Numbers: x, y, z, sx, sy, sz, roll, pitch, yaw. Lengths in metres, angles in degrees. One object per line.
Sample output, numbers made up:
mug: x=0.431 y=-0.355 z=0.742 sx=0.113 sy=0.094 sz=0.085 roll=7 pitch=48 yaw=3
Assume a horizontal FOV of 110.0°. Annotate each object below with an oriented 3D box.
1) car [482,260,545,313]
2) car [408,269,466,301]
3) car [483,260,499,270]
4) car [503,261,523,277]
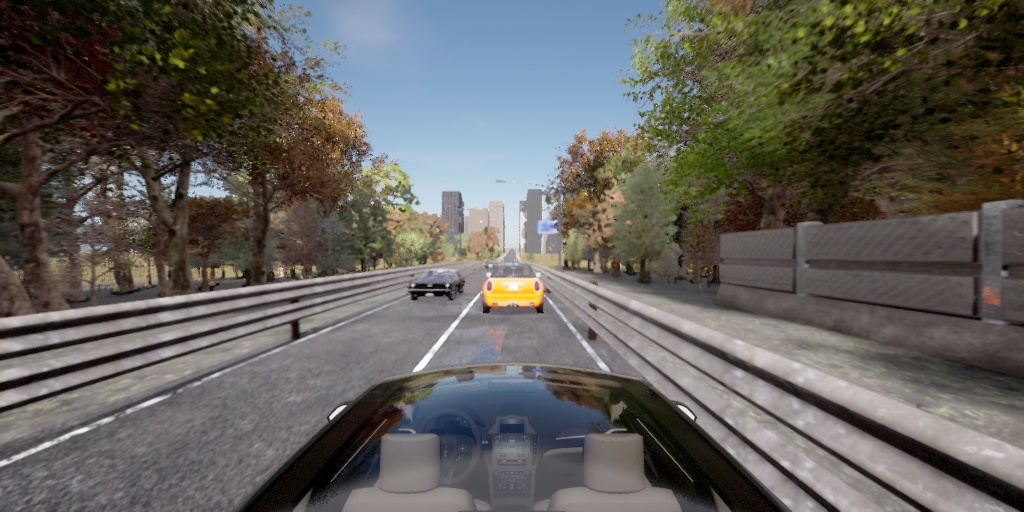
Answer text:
car: x=0.055 y=1.032 z=13.782 sx=2.097 sy=1.767 sz=4.553 roll=0 pitch=0 yaw=0
car: x=-3.349 y=1.273 z=16.835 sx=1.895 sy=1.301 sz=4.718 roll=0 pitch=0 yaw=0
car: x=-3.309 y=1.346 z=57.423 sx=2.128 sy=1.511 sz=4.902 roll=0 pitch=0 yaw=0
car: x=0.093 y=1.206 z=35.139 sx=1.837 sy=1.490 sz=4.892 roll=0 pitch=0 yaw=0
